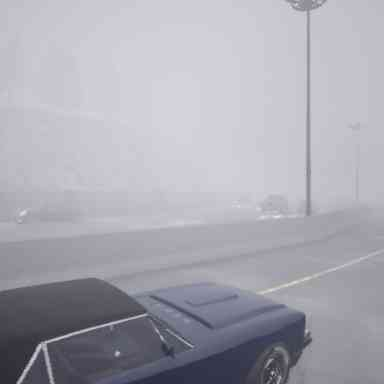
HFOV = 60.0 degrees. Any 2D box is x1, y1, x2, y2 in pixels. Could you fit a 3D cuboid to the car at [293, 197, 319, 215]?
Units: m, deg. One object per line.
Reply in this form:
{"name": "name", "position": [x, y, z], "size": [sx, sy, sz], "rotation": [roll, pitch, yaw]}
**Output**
{"name": "car", "position": [12.417, 1.580, 35.528], "size": [1.837, 1.490, 4.892], "rotation": [0, 0, 26]}

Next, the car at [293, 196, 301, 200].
{"name": "car", "position": [24.270, 1.618, 76.116], "size": [1.895, 1.301, 4.718], "rotation": [0, 0, 13]}

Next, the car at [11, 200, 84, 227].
{"name": "car", "position": [-10.009, 1.385, 23.238], "size": [4.553, 1.767, 2.097], "rotation": [0, 0, -43]}

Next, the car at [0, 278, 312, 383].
{"name": "car", "position": [-0.902, 1.606, 3.320], "size": [4.718, 1.301, 1.895], "rotation": [0, 0, -36]}

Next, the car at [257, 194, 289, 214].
{"name": "car", "position": [9.351, 1.298, 37.074], "size": [2.150, 2.045, 5.566], "rotation": [0, 0, 26]}

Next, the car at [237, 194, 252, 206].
{"name": "car", "position": [9.349, 1.337, 58.858], "size": [2.150, 2.045, 5.566], "rotation": [0, 0, 14]}

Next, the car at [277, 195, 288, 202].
{"name": "car", "position": [20.870, 1.547, 76.948], "size": [2.128, 1.511, 4.902], "rotation": [0, 0, 13]}
